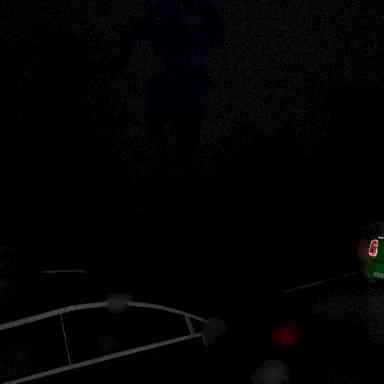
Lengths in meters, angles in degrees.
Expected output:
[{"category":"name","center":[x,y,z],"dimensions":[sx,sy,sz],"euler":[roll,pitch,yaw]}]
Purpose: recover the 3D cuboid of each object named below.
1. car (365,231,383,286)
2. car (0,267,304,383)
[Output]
[{"category":"car","center":[6.320,1.352,8.204],"dimensions":[4.553,1.767,2.097],"euler":[0,0,-35]},{"category":"car","center":[-0.998,1.491,3.014],"dimensions":[4.902,1.511,2.128],"euler":[0,0,-36]}]
